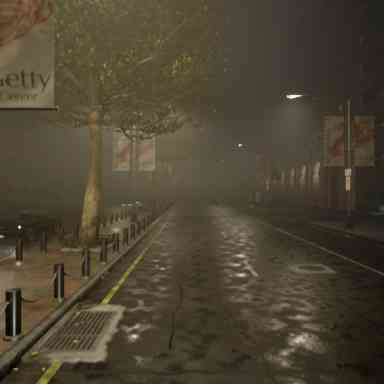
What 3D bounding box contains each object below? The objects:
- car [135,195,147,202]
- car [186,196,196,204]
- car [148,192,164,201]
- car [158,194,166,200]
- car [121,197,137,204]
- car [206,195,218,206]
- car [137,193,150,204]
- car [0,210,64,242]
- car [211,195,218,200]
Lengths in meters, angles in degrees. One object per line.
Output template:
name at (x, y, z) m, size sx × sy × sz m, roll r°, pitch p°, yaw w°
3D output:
car at (-11.837, 1.517, 77.118) m, size 2.128 × 1.511 × 4.902 m, roll 0°, pitch 0°, yaw 0°
car at (-0.178, 1.471, 63.941) m, size 1.882 × 1.535 × 5.008 m, roll 0°, pitch 0°, yaw 0°
car at (-8.336, 1.217, 76.966) m, size 2.150 × 2.045 × 5.566 m, roll 0°, pitch 0°, yaw 0°
car at (-8.406, 1.362, 92.699) m, size 1.812 × 1.442 × 4.674 m, roll 0°, pitch 0°, yaw 0°
car at (-11.829, 1.557, 61.474) m, size 1.994 × 1.385 × 4.181 m, roll 0°, pitch 0°, yaw 0°
car at (3.358, 1.542, 55.794) m, size 2.033 × 1.411 × 5.357 m, roll 0°, pitch 0°, yaw 0°
car at (-8.332, 1.498, 61.176) m, size 1.837 × 1.490 × 4.892 m, roll 0°, pitch 0°, yaw 0°
car at (-8.135, 1.599, 16.451) m, size 1.895 × 1.301 × 4.718 m, roll 0°, pitch 0°, yaw 0°
car at (6.337, 1.585, 94.091) m, size 1.895 × 1.301 × 4.718 m, roll 0°, pitch 0°, yaw 0°
